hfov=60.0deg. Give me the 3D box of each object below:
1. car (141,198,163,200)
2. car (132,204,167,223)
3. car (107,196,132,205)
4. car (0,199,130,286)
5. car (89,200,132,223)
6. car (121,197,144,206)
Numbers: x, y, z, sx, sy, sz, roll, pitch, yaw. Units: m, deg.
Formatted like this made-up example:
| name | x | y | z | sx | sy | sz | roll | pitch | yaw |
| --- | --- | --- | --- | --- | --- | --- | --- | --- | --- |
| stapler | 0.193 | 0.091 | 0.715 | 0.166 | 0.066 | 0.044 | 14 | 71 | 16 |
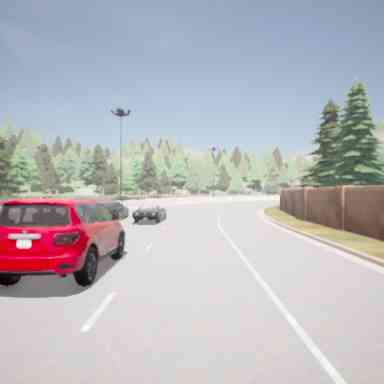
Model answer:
| name | x | y | z | sx | sy | sz | roll | pitch | yaw |
| --- | --- | --- | --- | --- | --- | --- | --- | --- | --- |
| car | -6.670 | 1.339 | 56.677 | 2.097 | 1.767 | 4.553 | 0 | 0 | 22 |
| car | -3.091 | 1.595 | 25.442 | 1.895 | 1.301 | 4.718 | 0 | 0 | 4 |
| car | -12.962 | 1.491 | 59.851 | 1.837 | 1.490 | 4.892 | 0 | 0 | 22 |
| car | -3.445 | 1.211 | 9.521 | 2.150 | 2.045 | 5.566 | 0 | -1 | 0 |
| car | -6.445 | 1.501 | 26.967 | 1.837 | 1.490 | 4.892 | 0 | 0 | 5 |
| car | -10.158 | 1.550 | 57.375 | 1.994 | 1.385 | 4.181 | 0 | 0 | 21 |
